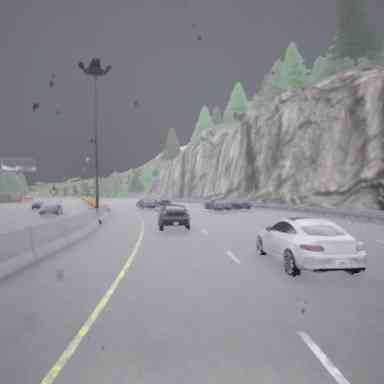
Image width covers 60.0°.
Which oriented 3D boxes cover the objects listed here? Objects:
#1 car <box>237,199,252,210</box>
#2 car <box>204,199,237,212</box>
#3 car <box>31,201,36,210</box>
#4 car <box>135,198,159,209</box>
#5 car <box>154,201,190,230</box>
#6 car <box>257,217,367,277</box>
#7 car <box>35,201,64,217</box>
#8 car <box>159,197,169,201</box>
[{"bbox_3d":[5.674,1.538,41.161,1.895,1.301,4.718,-1,0,-14],"label":"car"},{"bbox_3d":[2.926,1.526,38.578,2.033,1.411,5.357,-1,0,-16],"label":"car"},{"bbox_3d":[-23.178,2.054,50.415,1.895,1.301,4.718,-1,0,-20],"label":"car"},{"bbox_3d":[-6.685,1.679,47.151,2.033,1.411,5.357,-1,0,-20],"label":"car"},{"bbox_3d":[-1.270,1.538,21.495,1.837,1.490,4.892,0,0,-8],"label":"car"},{"bbox_3d":[3.349,1.480,10.070,1.812,1.442,4.674,-1,0,-4],"label":"car"},{"bbox_3d":[-14.831,1.776,35.247,1.812,1.442,4.674,-1,0,-13],"label":"car"},{"bbox_3d":[-4.684,1.609,51.175,1.837,1.490,4.892,0,0,-19],"label":"car"}]
